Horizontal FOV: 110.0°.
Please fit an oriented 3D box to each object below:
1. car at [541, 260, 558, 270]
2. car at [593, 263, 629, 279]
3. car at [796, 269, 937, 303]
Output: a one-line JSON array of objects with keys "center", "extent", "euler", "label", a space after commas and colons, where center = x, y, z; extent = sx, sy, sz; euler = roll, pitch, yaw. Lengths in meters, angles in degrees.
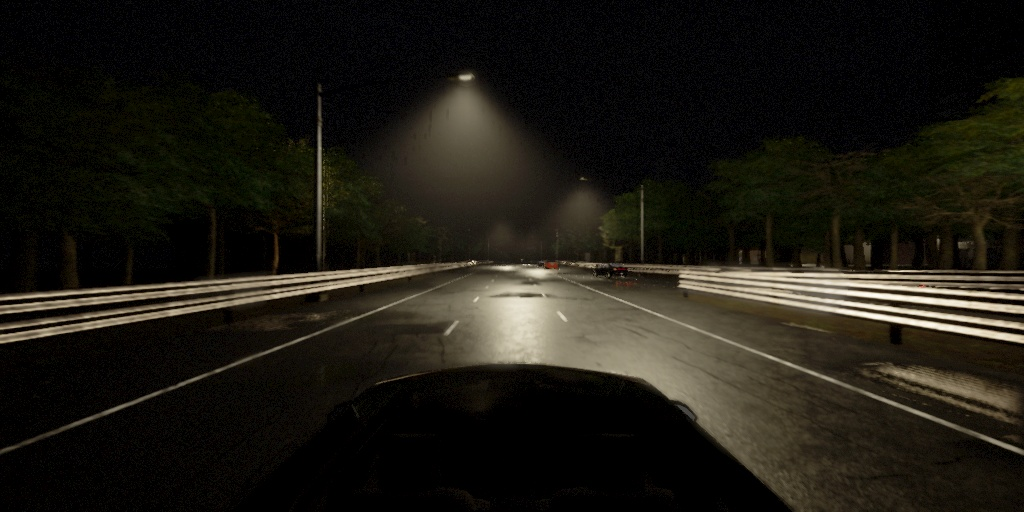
[{"center": [6.817, 1.470, 62.740], "extent": [2.097, 1.767, 4.553], "euler": [0, 0, 0], "label": "car"}, {"center": [9.906, 1.492, 36.364], "extent": [2.128, 1.511, 4.902], "euler": [0, 0, -12], "label": "car"}, {"center": [16.417, 1.351, 17.262], "extent": [2.033, 1.411, 5.357], "euler": [0, -1, -25], "label": "car"}]
